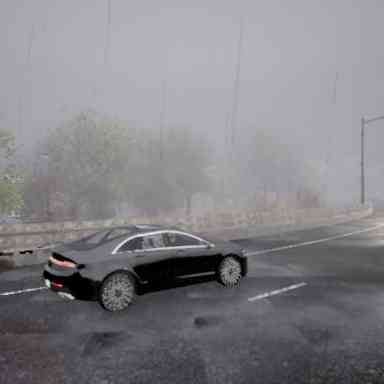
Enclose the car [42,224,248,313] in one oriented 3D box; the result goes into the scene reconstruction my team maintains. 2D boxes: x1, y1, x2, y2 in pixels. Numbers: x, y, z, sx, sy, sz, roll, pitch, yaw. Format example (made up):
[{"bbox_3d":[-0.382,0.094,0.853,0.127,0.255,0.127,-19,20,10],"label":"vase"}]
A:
[{"bbox_3d":[-0.796,1.516,7.733,4.902,1.511,2.128,0,0,-37],"label":"car"}]
